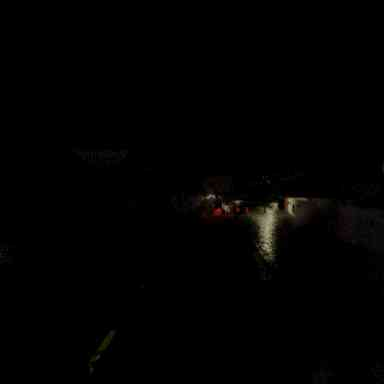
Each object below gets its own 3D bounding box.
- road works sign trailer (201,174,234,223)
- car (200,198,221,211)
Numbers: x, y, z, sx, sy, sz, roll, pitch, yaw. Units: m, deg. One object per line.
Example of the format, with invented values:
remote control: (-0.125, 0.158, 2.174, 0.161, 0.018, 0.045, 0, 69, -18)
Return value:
road works sign trailer: (1.984, 0.460, 25.256, 2.380, 3.560, 2.880, 0, 0, 11)
car: (2.296, 1.499, 40.282, 1.882, 1.535, 5.008, 0, 0, 14)
